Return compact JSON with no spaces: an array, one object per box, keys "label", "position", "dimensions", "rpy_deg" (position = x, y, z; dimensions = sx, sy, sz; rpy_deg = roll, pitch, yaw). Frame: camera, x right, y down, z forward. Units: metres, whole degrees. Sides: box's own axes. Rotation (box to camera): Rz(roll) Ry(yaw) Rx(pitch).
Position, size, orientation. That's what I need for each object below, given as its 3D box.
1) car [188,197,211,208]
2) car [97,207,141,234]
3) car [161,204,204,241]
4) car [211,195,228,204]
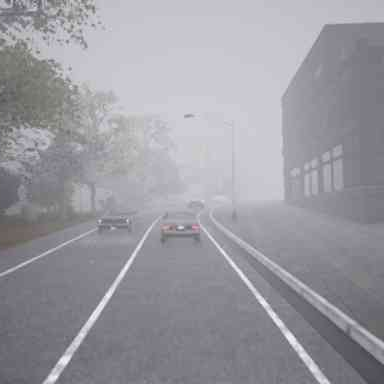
[{"label":"car","position":[0.715,1.369,40.977],"dimensions":[1.812,1.442,4.674],"rpy_deg":[-1,0,12]},{"label":"car","position":[-4.155,1.579,19.448],"dimensions":[1.895,1.301,4.718],"rpy_deg":[0,0,-2]},{"label":"car","position":[-0.590,1.539,16.499],"dimensions":[2.033,1.411,5.357],"rpy_deg":[0,0,-3]},{"label":"car","position":[4.985,1.326,60.800],"dimensions":[1.812,1.442,4.674],"rpy_deg":[-3,-1,32]}]
